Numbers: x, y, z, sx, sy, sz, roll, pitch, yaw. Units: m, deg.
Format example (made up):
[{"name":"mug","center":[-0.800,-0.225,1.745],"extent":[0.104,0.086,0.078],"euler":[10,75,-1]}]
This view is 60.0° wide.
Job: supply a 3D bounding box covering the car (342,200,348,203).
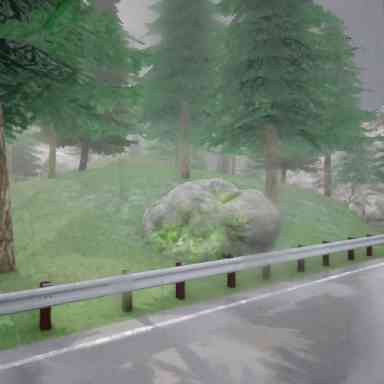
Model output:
[{"name":"car","center":[22.374,1.400,44.510],"extent":[2.097,1.767,4.553],"euler":[0,0,-36]}]
